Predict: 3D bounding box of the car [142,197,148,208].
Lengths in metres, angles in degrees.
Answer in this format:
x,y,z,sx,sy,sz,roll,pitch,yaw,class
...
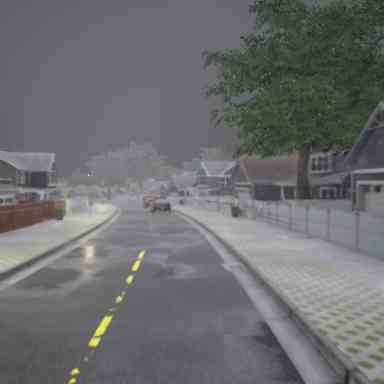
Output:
x,y,z,sx,sy,sz,roll,pitch,yaw,class
-6.061,1.500,47.978,1.837,1.490,4.892,-1,0,-14,car

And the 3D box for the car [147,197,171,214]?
x,y,z,sx,sy,sz,roll,pitch,yaw,class
-3.381,1.430,35.600,1.882,1.535,5.008,0,0,-11,car
